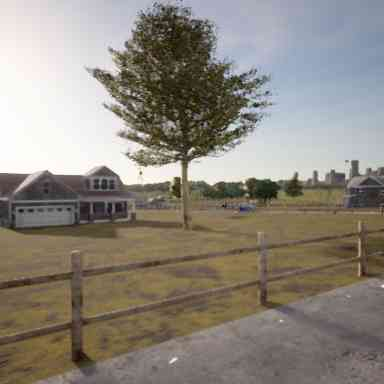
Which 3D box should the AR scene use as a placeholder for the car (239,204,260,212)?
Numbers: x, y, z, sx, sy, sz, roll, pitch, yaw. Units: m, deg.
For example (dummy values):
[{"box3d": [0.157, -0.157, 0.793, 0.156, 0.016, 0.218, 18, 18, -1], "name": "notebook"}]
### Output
[{"box3d": [11.057, 3.182, 64.920, 1.882, 1.535, 5.008, 0, -2, -35], "name": "car"}]
